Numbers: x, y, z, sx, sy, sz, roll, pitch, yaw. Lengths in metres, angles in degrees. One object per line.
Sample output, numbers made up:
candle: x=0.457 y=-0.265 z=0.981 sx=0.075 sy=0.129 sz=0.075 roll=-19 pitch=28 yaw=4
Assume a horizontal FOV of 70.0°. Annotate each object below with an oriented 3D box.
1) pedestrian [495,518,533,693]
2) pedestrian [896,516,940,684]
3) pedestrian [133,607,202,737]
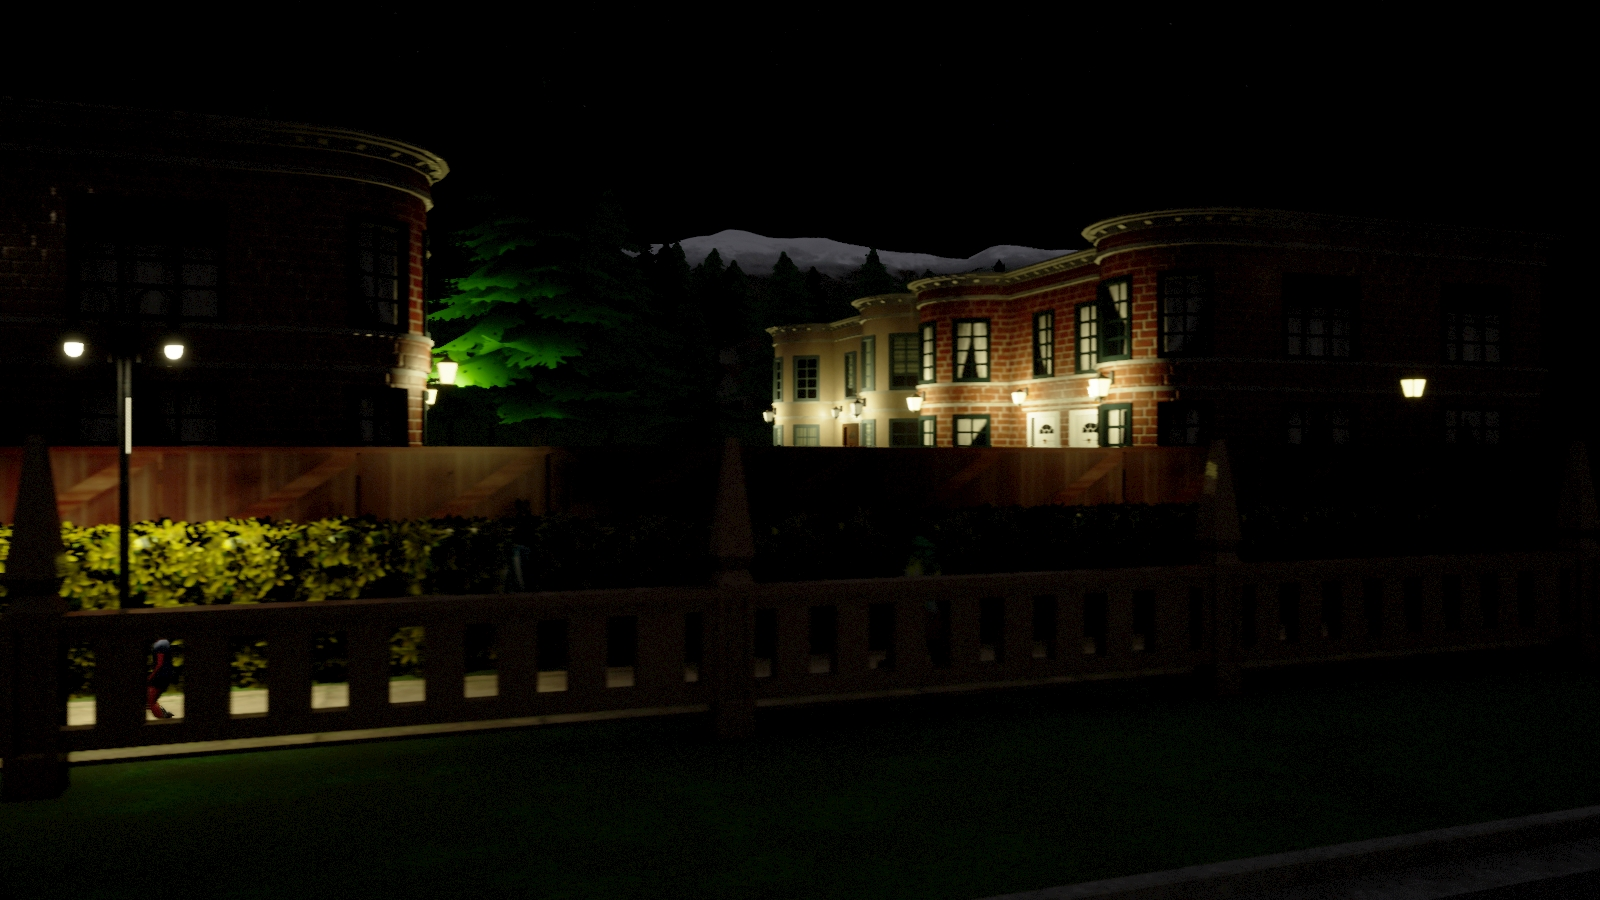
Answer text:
pedestrian: x=-3.147 y=1.695 z=12.555 sx=0.375 sy=1.860 sz=0.375 roll=0 pitch=0 yaw=-20
pedestrian: x=1.343 y=1.696 z=13.067 sx=0.375 sy=1.860 sz=0.375 roll=0 pitch=0 yaw=-20
pedestrian: x=-5.956 y=2.077 z=10.781 sx=0.500 sy=1.100 sz=0.500 roll=0 pitch=0 yaw=-21
